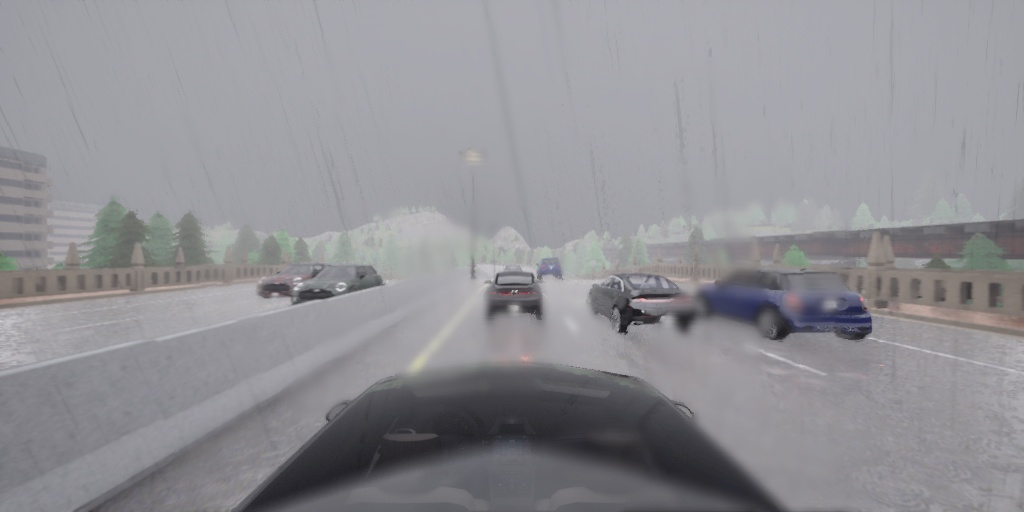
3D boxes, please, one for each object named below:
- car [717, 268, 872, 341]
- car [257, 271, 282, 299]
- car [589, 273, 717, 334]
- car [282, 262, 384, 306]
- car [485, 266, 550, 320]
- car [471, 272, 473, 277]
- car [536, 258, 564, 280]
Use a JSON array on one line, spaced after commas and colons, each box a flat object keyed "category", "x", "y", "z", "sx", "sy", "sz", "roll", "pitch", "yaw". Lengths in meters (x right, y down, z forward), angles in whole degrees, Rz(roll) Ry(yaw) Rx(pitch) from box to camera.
[{"category": "car", "x": 7.100, "y": 1.120, "z": 10.106, "sx": 2.097, "sy": 1.767, "sz": 4.553, "roll": 0, "pitch": 0, "yaw": 0}, {"category": "car", "x": -10.597, "y": 1.141, "z": 18.286, "sx": 2.097, "sy": 1.767, "sz": 4.553, "roll": 0, "pitch": 0, "yaw": 0}, {"category": "car", "x": 3.601, "y": 1.262, "z": 10.690, "sx": 2.128, "sy": 1.511, "sz": 4.902, "roll": 0, "pitch": 0, "yaw": 0}, {"category": "car", "x": -7.098, "y": 1.134, "z": 15.128, "sx": 2.097, "sy": 1.767, "sz": 4.553, "roll": 0, "pitch": 0, "yaw": 0}, {"category": "car", "x": 0.101, "y": 1.281, "z": 12.767, "sx": 1.837, "sy": 1.490, "sz": 4.892, "roll": 0, "pitch": 0, "yaw": 0}, {"category": "car", "x": -7.053, "y": 3.245, "z": 56.592, "sx": 2.097, "sy": 1.767, "sz": 4.553, "roll": 0, "pitch": -6, "yaw": 0}, {"category": "car", "x": 3.604, "y": 1.278, "z": 34.571, "sx": 2.150, "sy": 2.045, "sz": 5.566, "roll": 0, "pitch": -2, "yaw": 0}]
